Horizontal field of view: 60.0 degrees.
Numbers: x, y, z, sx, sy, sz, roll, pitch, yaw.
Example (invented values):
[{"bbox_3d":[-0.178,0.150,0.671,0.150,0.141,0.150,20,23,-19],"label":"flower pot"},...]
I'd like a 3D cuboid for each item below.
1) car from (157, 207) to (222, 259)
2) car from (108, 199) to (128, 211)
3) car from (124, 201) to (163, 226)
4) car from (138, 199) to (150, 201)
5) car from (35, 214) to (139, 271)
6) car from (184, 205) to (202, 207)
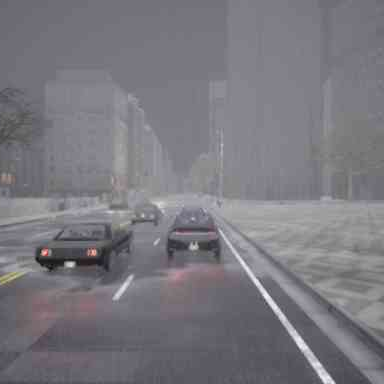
[{"bbox_3d":[0.074,1.532,12.841,2.128,1.511,4.902,0,0,0],"label":"car"},{"bbox_3d":[-9.824,1.649,44.714,1.882,1.535,5.008,0,0,0],"label":"car"},{"bbox_3d":[-3.199,1.630,24.309,2.033,1.411,5.357,0,0,1],"label":"car"},{"bbox_3d":[-6.573,1.679,45.004,1.837,1.490,4.892,0,0,0],"label":"car"},{"bbox_3d":[-3.187,1.634,10.981,1.895,1.301,4.718,0,0,1],"label":"car"},{"bbox_3d":[0.071,1.693,26.586,1.895,1.301,4.718,0,0,0],"label":"car"}]
